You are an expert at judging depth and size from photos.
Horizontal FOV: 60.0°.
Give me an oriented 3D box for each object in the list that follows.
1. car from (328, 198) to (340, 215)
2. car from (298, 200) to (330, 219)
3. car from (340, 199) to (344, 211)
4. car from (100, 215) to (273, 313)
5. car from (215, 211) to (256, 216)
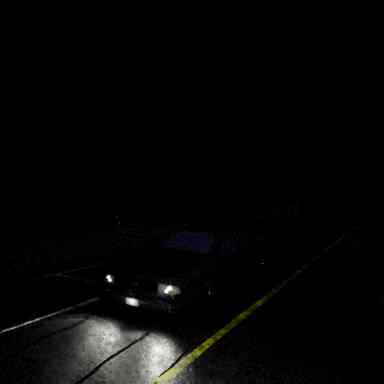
[{"bbox_3d":[13.571,1.566,34.144,1.947,1.339,4.313,0,0,32],"label":"car"},{"bbox_3d":[10.644,1.582,29.458,1.802,1.307,4.206,0,0,32],"label":"car"},{"bbox_3d":[16.497,1.441,38.830,1.967,1.590,4.097,0,0,32],"label":"car"},{"bbox_3d":[0.347,1.547,8.116,2.033,1.411,5.357,0,0,32],"label":"car"},{"bbox_3d":[1.865,1.566,15.398,1.947,1.339,4.313,0,0,32],"label":"car"}]
